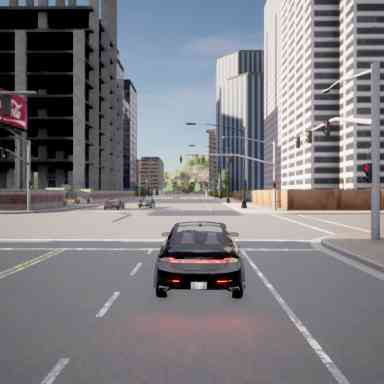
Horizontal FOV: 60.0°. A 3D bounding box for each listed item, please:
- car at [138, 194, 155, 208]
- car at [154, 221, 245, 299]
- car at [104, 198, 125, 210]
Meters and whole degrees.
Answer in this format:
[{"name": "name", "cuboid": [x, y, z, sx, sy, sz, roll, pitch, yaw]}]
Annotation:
[{"name": "car", "cuboid": [-6.420, 1.491, 47.534, 2.128, 1.511, 4.902, 0, 0, 1]}, {"name": "car", "cuboid": [0.205, 1.492, 8.485, 2.128, 1.511, 4.902, 0, 0, 2]}, {"name": "car", "cuboid": [-9.991, 1.526, 43.090, 1.812, 1.442, 4.674, 0, 0, 1]}]
